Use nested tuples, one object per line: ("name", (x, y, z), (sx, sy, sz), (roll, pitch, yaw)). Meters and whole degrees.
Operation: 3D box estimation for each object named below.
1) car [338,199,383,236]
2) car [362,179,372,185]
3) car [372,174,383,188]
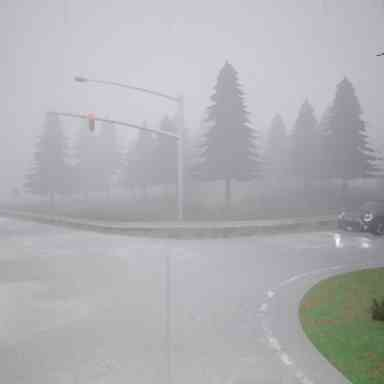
("car", (9.838, 1.146, 17.234), (4.553, 1.767, 2.097), (-2, 1, -21))
("car", (27.711, -2.102, 51.513), (2.150, 2.045, 5.566), (0, 5, 24))
("car", (22.957, -0.866, 37.065), (2.150, 2.045, 5.566), (0, 5, -1))
